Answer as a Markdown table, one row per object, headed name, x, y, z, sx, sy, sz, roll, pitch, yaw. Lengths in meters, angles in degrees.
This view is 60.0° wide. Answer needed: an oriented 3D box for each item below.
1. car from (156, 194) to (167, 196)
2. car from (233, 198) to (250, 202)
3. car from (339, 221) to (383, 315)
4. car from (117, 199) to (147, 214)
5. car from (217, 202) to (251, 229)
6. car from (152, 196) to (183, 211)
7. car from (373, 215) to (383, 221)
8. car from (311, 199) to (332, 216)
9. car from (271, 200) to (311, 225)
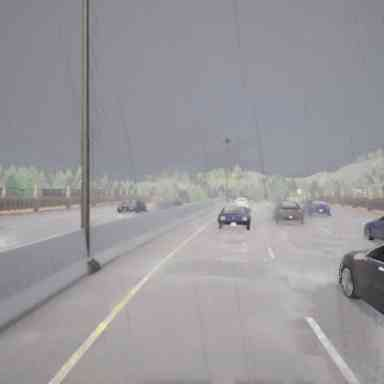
| name | x | y | z | sx | sy | sz | roll | pitch | yaw |
| --- | --- | --- | --- | --- | --- | --- | --- | --- | --- |
| car | -5.379 | 1.103 | 57.246 | 2.097 | 1.767 | 4.553 | 0 | 0 | 10 |
| car | 5.731 | 1.378 | 38.421 | 1.812 | 1.442 | 4.674 | 0 | 0 | 10 |
| car | 4.019 | 1.492 | 5.397 | 1.837 | 1.490 | 4.892 | 0 | 0 | 4 |
| car | -5.985 | 1.407 | 33.403 | 1.994 | 1.385 | 4.181 | 0 | 0 | 10 |
| car | 2.723 | 1.519 | 20.940 | 1.895 | 1.301 | 4.718 | 0 | 0 | 10 |
| car | -2.237 | 1.395 | 34.571 | 2.033 | 1.411 | 5.357 | 0 | 0 | 10 |
| car | 8.575 | 1.491 | 13.347 | 1.812 | 1.442 | 4.674 | 0 | 0 | 9 |
| car | 11.564 | 1.425 | 31.055 | 1.812 | 1.442 | 4.674 | 0 | 0 | 10 |
| car | 6.757 | 1.409 | 23.719 | 2.128 | 1.511 | 4.902 | 0 | 0 | 10 |
